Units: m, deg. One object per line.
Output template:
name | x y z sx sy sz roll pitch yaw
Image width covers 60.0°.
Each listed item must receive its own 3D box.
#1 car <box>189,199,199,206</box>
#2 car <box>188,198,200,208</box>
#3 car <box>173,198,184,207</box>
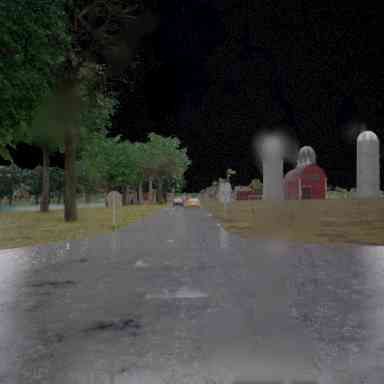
car | 0.347 2.082 65.900 1.895 1.301 4.718 0 -1 0
car | 0.292 1.804 55.452 1.882 1.535 5.008 0 -1 0
car | -2.434 1.868 60.053 1.882 1.535 5.008 0 -1 0
